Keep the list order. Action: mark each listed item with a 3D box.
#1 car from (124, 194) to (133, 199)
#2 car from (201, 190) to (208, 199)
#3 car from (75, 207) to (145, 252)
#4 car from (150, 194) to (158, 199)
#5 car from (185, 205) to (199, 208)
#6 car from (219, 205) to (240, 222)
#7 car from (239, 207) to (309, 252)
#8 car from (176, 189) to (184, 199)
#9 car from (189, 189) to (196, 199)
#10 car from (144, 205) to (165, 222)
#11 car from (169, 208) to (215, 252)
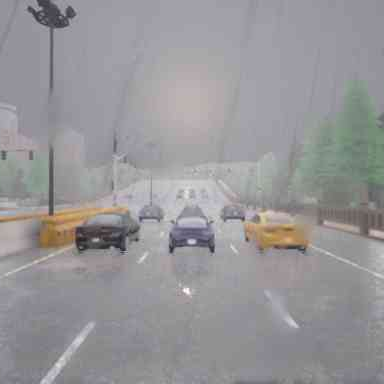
[{"bbox_3d":[-17.449,1.216,91.340,1.895,1.301,4.718,0,5,0],"label":"car"},{"bbox_3d":[3.557,1.081,92.414,1.895,1.301,4.718,0,6,0],"label":"car"},{"bbox_3d":[-3.498,1.616,14.580,1.882,1.535,5.008,0,0,0],"label":"car"},{"bbox_3d":[-10.449,1.158,91.328,2.033,1.411,5.357,0,5,0],"label":"car"},{"bbox_3d":[-0.002,1.841,29.385,1.994,1.385,4.181,0,0,0],"label":"car"},{"bbox_3d":[3.495,1.821,29.092,2.033,1.411,5.357,0,-1,0],"label":"car"},{"bbox_3d":[3.502,1.616,14.582,1.882,1.535,5.008,0,0,0],"label":"car"},{"bbox_3d":[-3.443,0.990,92.411,1.837,1.490,4.892,0,6,0],"label":"car"},{"bbox_3d":[0.060,0.991,92.810,2.033,1.411,5.357,0,6,0],"label":"car"},{"bbox_3d":[-3.505,1.822,29.091,2.033,1.411,5.357,0,-1,0],"label":"car"},{"bbox_3d":[0.001,1.663,14.477,1.812,1.442,4.674,0,0,0],"label":"car"}]
